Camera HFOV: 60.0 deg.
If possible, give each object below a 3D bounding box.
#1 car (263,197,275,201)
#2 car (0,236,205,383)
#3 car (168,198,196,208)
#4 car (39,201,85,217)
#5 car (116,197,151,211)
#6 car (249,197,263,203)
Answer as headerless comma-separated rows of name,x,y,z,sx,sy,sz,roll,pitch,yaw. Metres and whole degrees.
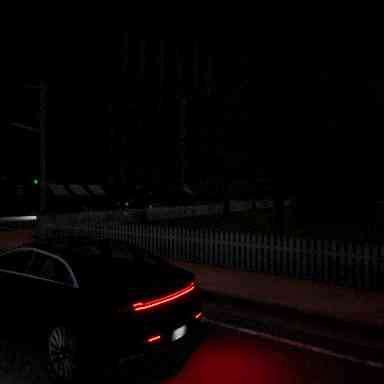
car,15.208,1.547,59.887,2.033,1.411,5.357,0,0,34
car,-2.118,1.491,5.451,4.902,1.511,2.128,0,0,36
car,-1.402,1.601,48.105,1.895,1.301,4.718,0,0,34
car,-12.377,1.564,31.861,1.994,1.385,4.181,0,0,34
car,-6.960,1.352,39.885,2.097,1.767,4.553,0,0,34
car,12.330,1.601,61.873,1.895,1.301,4.718,0,0,34
